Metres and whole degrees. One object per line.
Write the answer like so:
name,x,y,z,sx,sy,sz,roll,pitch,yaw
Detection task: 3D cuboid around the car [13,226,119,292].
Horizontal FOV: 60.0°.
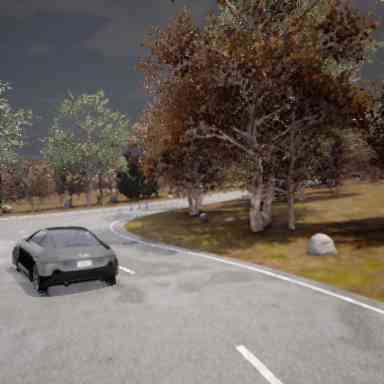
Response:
car,-3.684,1.653,9.399,1.994,1.385,4.181,0,-1,-36

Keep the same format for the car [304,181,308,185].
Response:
car,25.840,-2.277,79.070,1.882,1.535,5.008,-1,4,40
